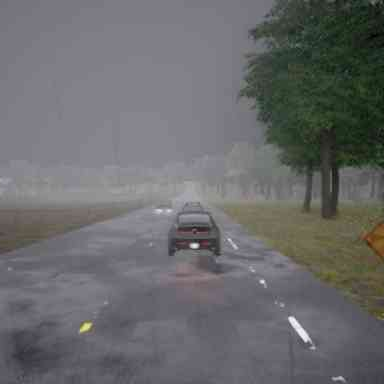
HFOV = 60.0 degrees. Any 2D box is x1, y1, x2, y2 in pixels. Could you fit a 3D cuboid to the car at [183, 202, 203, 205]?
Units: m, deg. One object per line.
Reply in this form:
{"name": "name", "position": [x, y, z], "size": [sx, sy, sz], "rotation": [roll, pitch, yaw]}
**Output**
{"name": "car", "position": [0.080, 1.542, 28.931], "size": [1.994, 1.385, 4.181], "rotation": [0, 0, 0]}

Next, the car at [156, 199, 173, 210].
{"name": "car", "position": [-3.597, 1.568, 43.782], "size": [1.994, 1.385, 4.181], "rotation": [0, 0, 0]}

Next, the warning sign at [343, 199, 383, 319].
{"name": "warning sign", "position": [3.586, 1.104, 5.807], "size": [1.300, 1.860, 1.060], "rotation": [2, 2, 0]}

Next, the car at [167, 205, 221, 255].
{"name": "car", "position": [0.084, 1.482, 13.169], "size": [1.837, 1.490, 4.892], "rotation": [0, 0, 0]}
